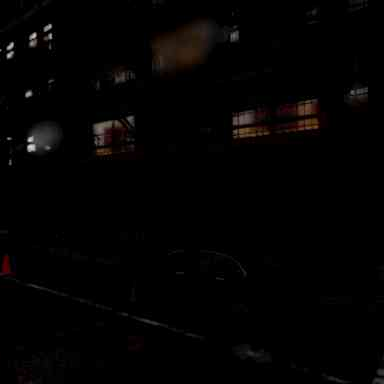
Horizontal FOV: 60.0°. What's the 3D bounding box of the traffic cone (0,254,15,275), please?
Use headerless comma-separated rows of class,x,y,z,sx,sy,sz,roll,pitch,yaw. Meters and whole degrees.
traffic cone,-5.521,2.144,9.930,0.340,0.580,0.340,-1,-2,37

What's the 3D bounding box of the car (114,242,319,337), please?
car,0.263,1.706,6.820,4.403,1.369,2.008,-1,-2,37

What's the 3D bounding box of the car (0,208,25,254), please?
car,-8.761,1.563,13.580,5.009,1.841,2.192,-1,-2,37
